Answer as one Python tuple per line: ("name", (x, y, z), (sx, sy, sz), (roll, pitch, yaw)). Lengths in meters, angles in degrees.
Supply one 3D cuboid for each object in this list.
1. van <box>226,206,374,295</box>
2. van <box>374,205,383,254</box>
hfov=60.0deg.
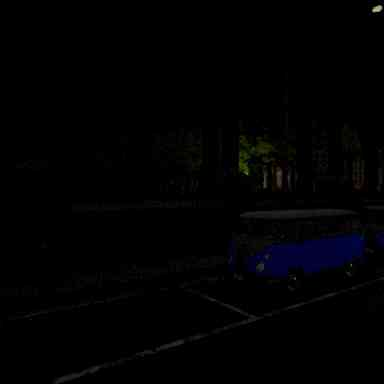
("van", (2.705, 1.340, 8.460), (3.998, 1.788, 1.690), (0, 0, -35))
("van", (7.312, 1.338, 11.744), (3.998, 1.788, 1.690), (0, 0, -35))
